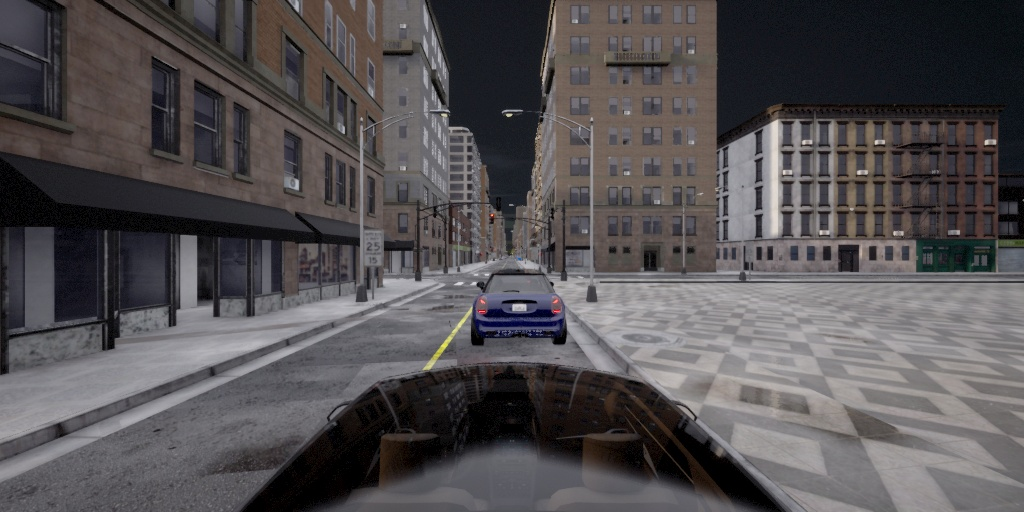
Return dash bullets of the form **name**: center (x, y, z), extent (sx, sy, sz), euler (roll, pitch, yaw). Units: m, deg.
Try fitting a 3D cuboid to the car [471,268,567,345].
- **car**: center (0.102, 1.102, 9.640), extent (2.097, 1.767, 4.553), euler (0, 0, -1)
